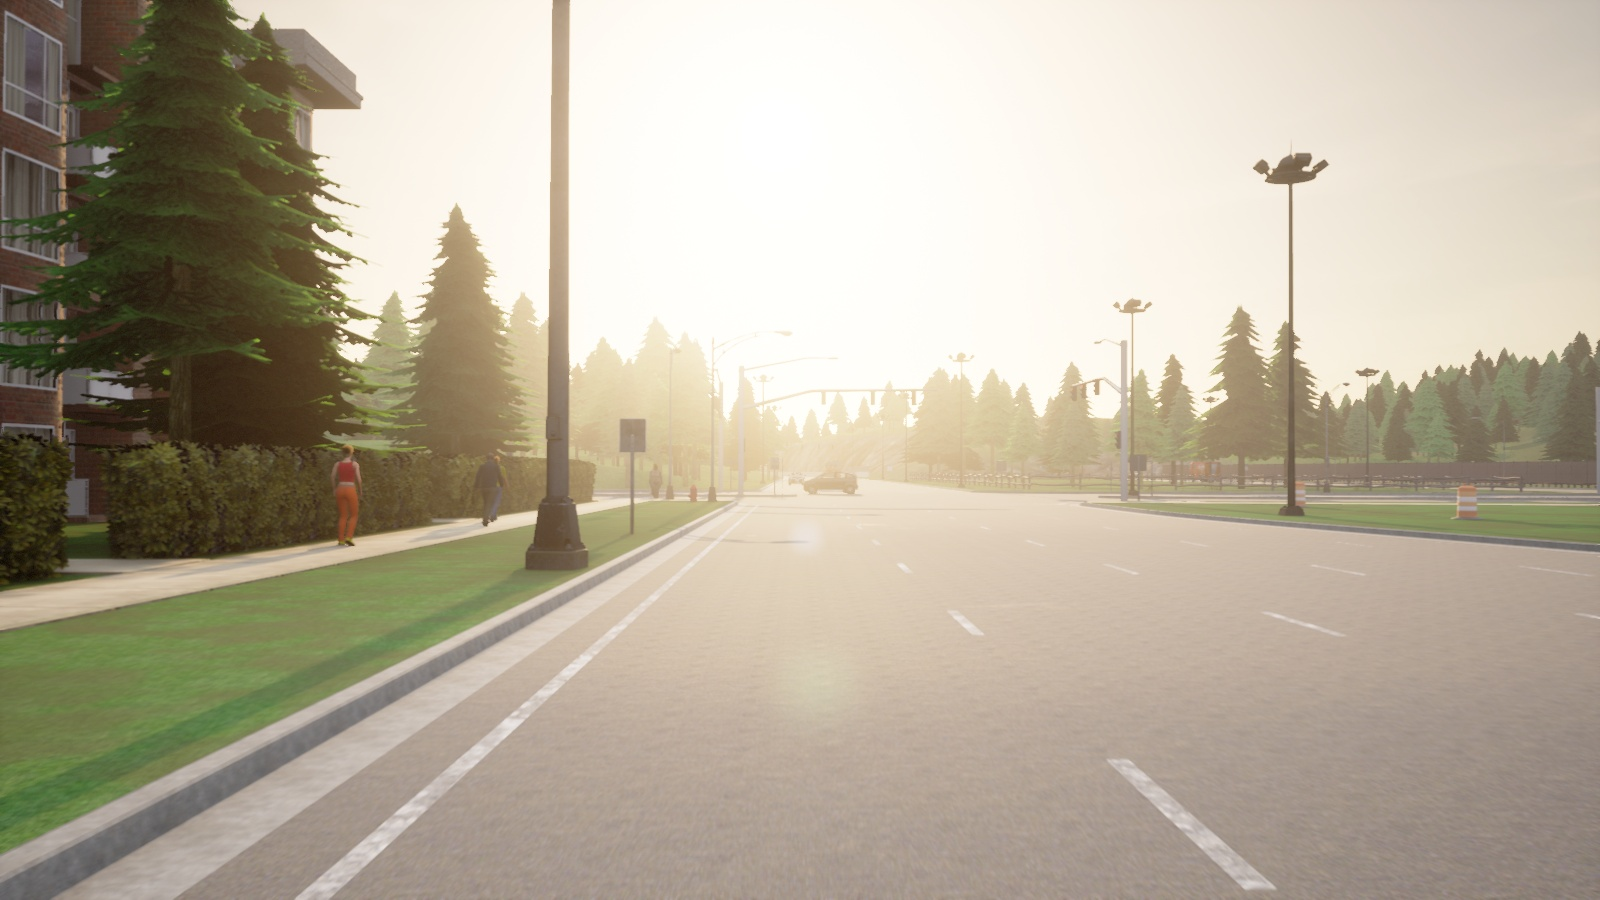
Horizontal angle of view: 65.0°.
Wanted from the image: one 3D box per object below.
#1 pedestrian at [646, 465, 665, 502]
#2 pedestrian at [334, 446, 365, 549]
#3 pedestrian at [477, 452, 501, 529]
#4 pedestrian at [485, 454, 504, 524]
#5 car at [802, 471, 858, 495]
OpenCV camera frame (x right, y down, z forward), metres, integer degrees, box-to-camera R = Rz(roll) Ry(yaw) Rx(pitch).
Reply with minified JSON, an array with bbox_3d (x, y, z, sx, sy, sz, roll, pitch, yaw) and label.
[{"bbox_3d":[-7.349,1.703,64.029,0.874,1.855,0.900,0,-1,-1],"label":"pedestrian"},{"bbox_3d":[-8.132,0.855,22.663,0.345,1.836,0.594,0,-1,0],"label":"pedestrian"},{"bbox_3d":[-7.600,0.988,30.703,0.402,1.842,0.726,0,-1,0],"label":"pedestrian"},{"bbox_3d":[-8.138,1.037,33.498,0.354,1.836,0.706,0,-1,-1],"label":"pedestrian"},{"bbox_3d":[2.001,2.193,84.111,3.705,1.549,1.789,0,-1,0],"label":"car"}]
